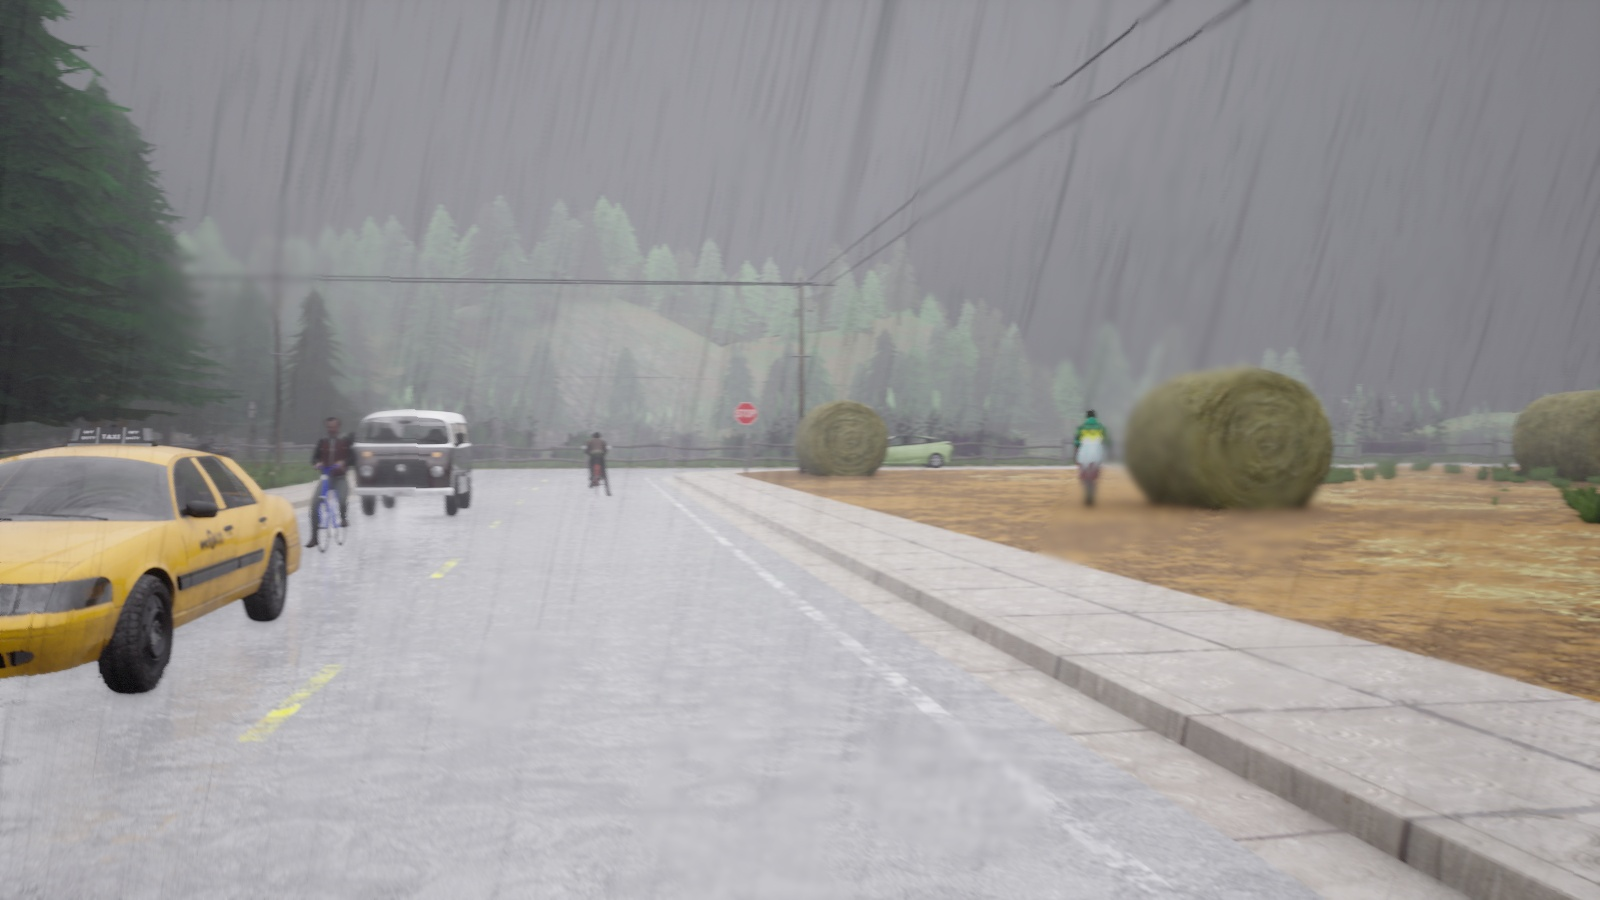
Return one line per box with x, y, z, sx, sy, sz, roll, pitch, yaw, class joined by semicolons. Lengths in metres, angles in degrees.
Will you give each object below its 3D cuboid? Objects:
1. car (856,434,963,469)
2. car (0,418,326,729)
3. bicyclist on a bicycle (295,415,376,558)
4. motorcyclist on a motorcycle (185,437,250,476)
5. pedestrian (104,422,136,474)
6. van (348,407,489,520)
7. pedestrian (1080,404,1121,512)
4.906;0.051;56.654;4.514;1.525;2.007;0;1;-6;car
-4.888;0.597;8.922;1.801;1.575;5.366;0;1;-9;car
-6.101;0.448;16.579;0.659;1.776;1.843;0;0;-9;bicyclist on a bicycle
-23.204;0.237;50.071;2.191;1.530;0.866;0;1;-6;motorcyclist on a motorcycle
-24.628;-0.087;45.497;0.900;1.855;0.874;0;1;-21;pedestrian
-7.417;0.214;24.873;2.069;2.038;4.480;0;1;-9;van
5.531;0.132;23.168;0.659;1.952;0.873;0;1;8;pedestrian
